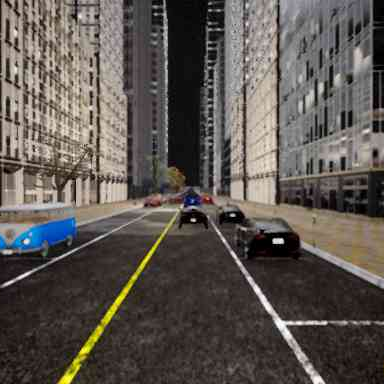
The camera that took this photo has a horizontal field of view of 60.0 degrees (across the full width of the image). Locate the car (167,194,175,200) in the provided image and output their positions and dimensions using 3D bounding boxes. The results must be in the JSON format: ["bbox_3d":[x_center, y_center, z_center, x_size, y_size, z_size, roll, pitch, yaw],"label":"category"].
[{"bbox_3d":[-5.799,1.415,91.999,1.752,1.417,4.829,0,0,0],"label":"car"}]

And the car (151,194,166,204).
[{"bbox_3d":[-5.755,1.280,52.281,2.192,1.841,5.009,0,0,0],"label":"car"}]

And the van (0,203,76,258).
[{"bbox_3d":[-5.709,1.338,12.394,1.690,1.788,3.998,0,0,0],"label":"van"}]

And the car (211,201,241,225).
[{"bbox_3d":[2.659,1.558,23.796,1.947,1.339,4.313,0,0,0],"label":"car"}]

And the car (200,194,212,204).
[{"bbox_3d":[2.613,1.263,63.684,2.192,1.841,5.009,0,0,0],"label":"car"}]

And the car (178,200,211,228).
[{"bbox_3d":[0.080,1.518,22.129,1.812,1.442,4.674,0,0,0],"label":"car"}]

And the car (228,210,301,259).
[{"bbox_3d":[2.672,1.563,12.400,1.947,1.339,4.313,0,0,0],"label":"car"}]

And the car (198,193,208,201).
[{"bbox_3d":[2.594,1.230,80.780,2.192,1.841,5.009,0,0,0],"label":"car"}]

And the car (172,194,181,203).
[{"bbox_3d":[-3.082,1.520,70.118,1.895,1.301,4.718,0,0,0],"label":"car"}]

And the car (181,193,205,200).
[{"bbox_3d":[0.060,1.196,40.859,2.150,2.045,5.566,0,-1,0],"label":"car"}]

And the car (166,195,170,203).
[{"bbox_3d":[-5.767,1.388,63.677,1.967,1.590,4.097,0,0,0],"label":"car"}]

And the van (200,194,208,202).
[{"bbox_3d":[2.600,1.268,75.081,1.690,1.788,3.998,0,0,0],"label":"van"}]

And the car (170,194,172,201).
[{"bbox_3d":[-5.773,1.378,69.376,1.967,1.590,4.097,0,0,0],"label":"car"}]

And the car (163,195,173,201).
[{"bbox_3d":[-5.786,1.466,80.773,2.008,1.369,4.403,0,0,0],"label":"car"}]

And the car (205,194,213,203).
[{"bbox_3d":[2.620,1.272,57.986,2.192,1.841,5.009,0,0,0],"label":"car"}]

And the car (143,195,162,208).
[{"bbox_3d":[-5.747,1.517,46.583,1.887,1.381,4.507,0,0,0],"label":"car"}]
